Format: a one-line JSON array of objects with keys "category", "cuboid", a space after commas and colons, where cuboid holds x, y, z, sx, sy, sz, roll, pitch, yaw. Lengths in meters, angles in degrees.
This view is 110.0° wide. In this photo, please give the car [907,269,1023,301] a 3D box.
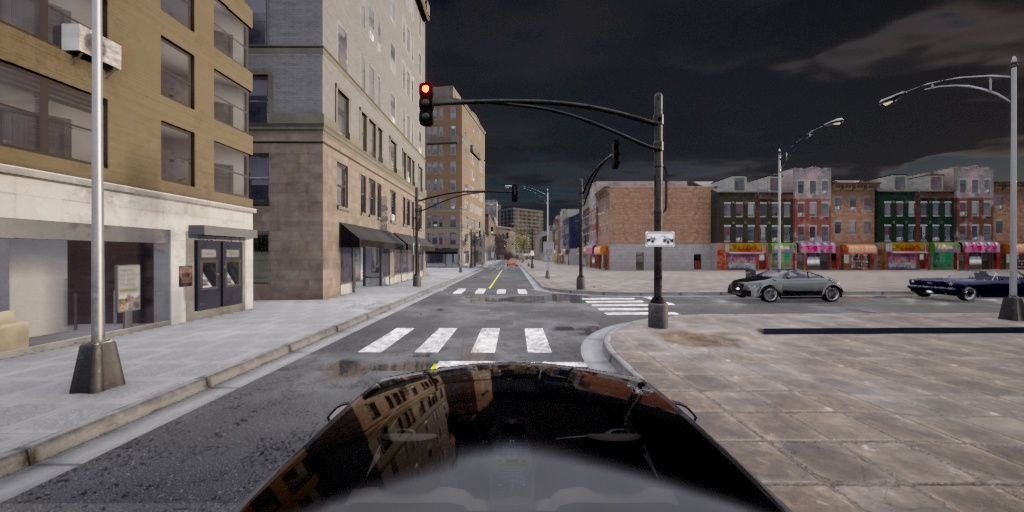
[{"category": "car", "cuboid": [20.822, 1.265, 16.007, 4.718, 1.301, 1.895, 0, 0, 0]}]

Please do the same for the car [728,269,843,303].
[{"category": "car", "cuboid": [12.036, 1.261, 15.957, 4.181, 1.385, 1.994, 0, 0, 0]}]
